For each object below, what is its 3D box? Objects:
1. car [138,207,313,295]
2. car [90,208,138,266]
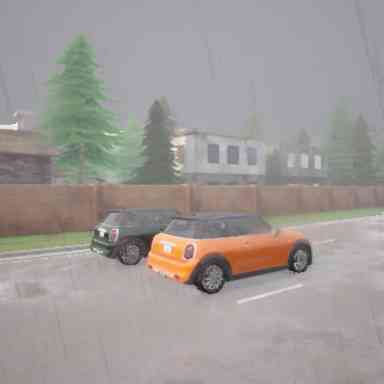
[{"bbox_3d":[1.167,1.307,8.871,4.553,1.767,2.097,-1,0,-35],"label":"car"},{"bbox_3d":[-1.072,1.307,11.575,4.553,1.767,2.097,-1,0,-35],"label":"car"}]
